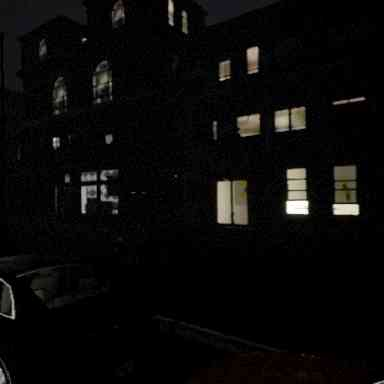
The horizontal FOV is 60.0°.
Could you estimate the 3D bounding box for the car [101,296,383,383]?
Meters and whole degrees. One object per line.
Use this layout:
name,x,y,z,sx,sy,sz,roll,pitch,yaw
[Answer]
car,1.871,1.525,1.555,4.829,1.417,1.752,0,-1,36

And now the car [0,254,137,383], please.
car,-2.451,1.554,4.637,4.403,1.369,2.008,0,-1,36
